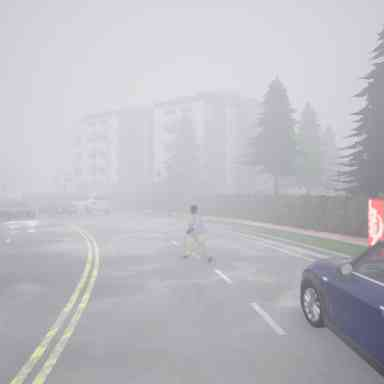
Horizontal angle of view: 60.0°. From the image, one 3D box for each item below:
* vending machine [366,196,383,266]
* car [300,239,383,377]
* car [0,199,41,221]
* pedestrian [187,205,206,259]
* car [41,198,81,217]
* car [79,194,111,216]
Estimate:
[{"bbox_3d":[6.265,1.195,10.471,1.100,2.100,0.880,0,0,-12],"label":"vending machine"},{"bbox_3d":[3.082,1.352,4.191,2.097,1.767,4.553,0,0,-3],"label":"car"},{"bbox_3d":[-14.303,1.564,27.262,1.994,1.385,4.181,0,0,-42],"label":"car"},{"bbox_3d":[0.140,1.294,10.480,0.375,1.860,0.375,0,0,-14],"label":"pedestrian"},{"bbox_3d":[-12.824,1.547,31.258,2.033,1.411,5.357,0,0,-44],"label":"car"},{"bbox_3d":[-10.264,1.218,33.522,2.150,2.045,5.566,0,-1,-43],"label":"car"}]
